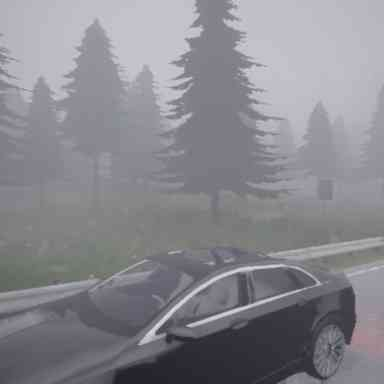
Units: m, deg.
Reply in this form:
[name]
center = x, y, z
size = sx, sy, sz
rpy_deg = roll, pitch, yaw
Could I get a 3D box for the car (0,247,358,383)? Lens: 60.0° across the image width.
[car]
center = -0.015, 1.488, 3.908
size = 4.902, 1.511, 2.128
rpy_deg = 0, 0, -35
